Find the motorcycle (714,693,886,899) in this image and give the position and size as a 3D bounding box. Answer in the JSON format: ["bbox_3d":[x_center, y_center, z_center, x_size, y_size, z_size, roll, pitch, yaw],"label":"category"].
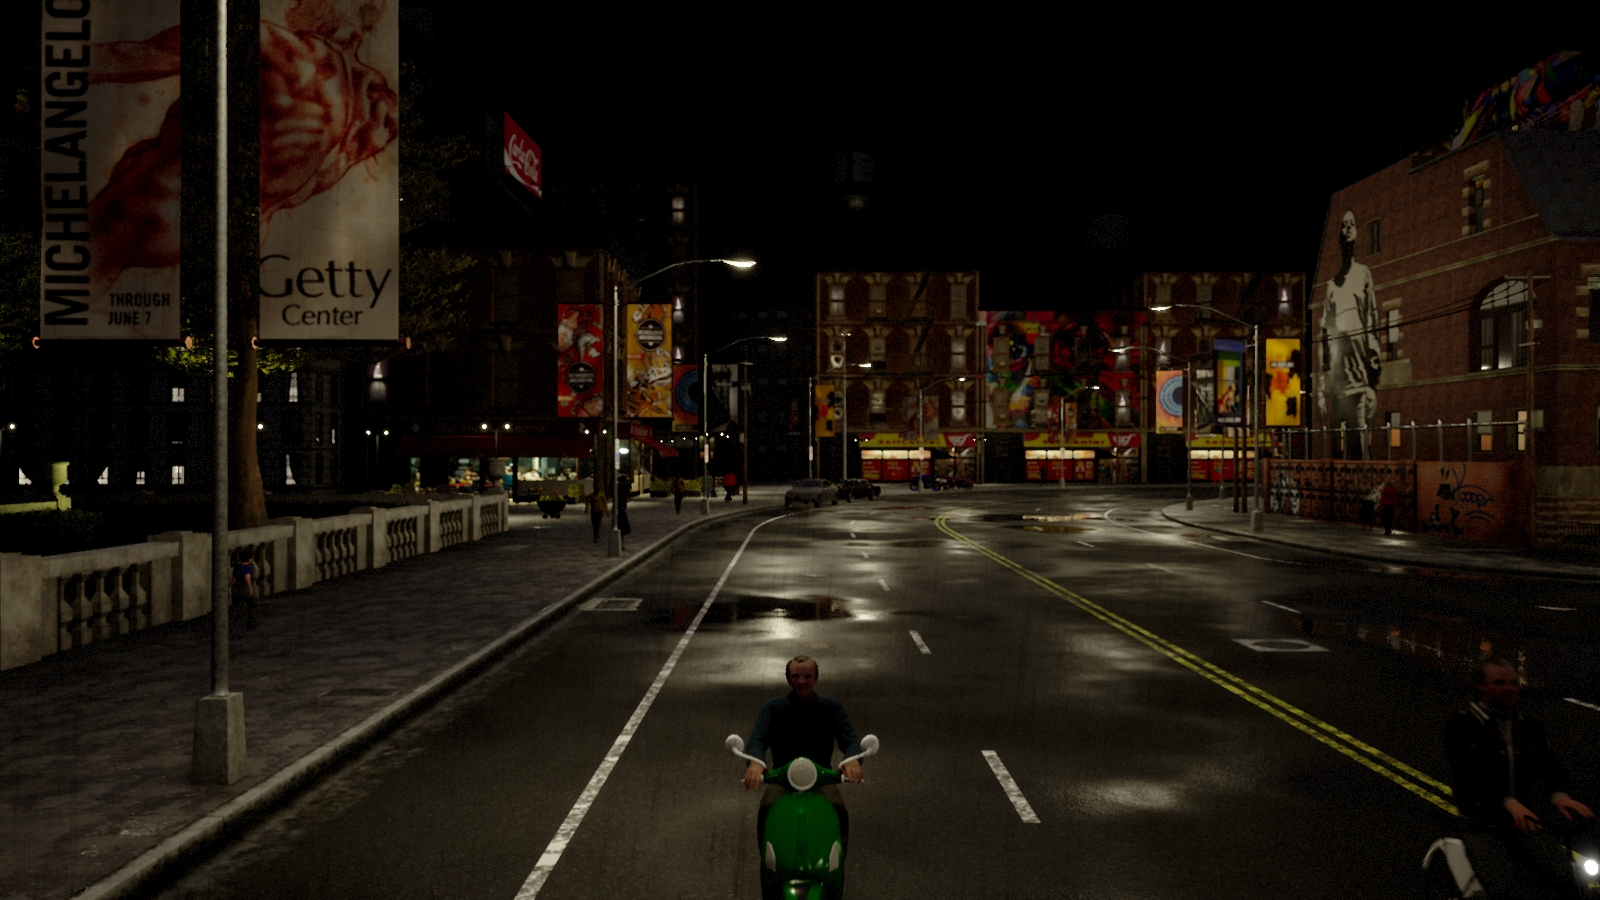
[{"bbox_3d":[0.002,2.204,6.596,0.856,1.236,1.805,0,-1,0],"label":"motorcycle"}]

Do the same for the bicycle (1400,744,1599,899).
[{"bbox_3d":[3.527,2.229,5.483,0.329,1.171,1.835,0,0,0],"label":"bicycle"}]

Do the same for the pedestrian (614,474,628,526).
[{"bbox_3d":[-6.494,1.808,41.458,0.375,1.860,0.375,0,0,9],"label":"pedestrian"}]

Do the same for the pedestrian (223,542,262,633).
[{"bbox_3d":[-8.263,2.027,16.931,0.375,1.300,0.375,0,0,8],"label":"pedestrian"}]

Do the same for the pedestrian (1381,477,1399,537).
[{"bbox_3d":[18.532,1.794,35.915,0.375,1.860,0.375,0,0,1],"label":"pedestrian"}]

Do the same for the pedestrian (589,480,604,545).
[{"bbox_3d":[-5.856,1.786,32.903,0.375,1.860,0.375,0,0,1],"label":"pedestrian"}]
